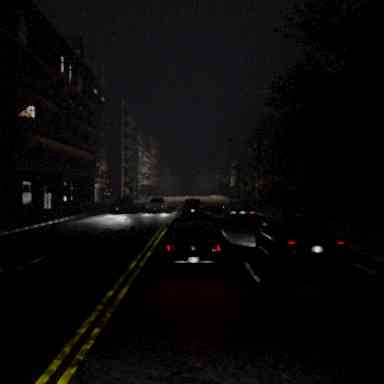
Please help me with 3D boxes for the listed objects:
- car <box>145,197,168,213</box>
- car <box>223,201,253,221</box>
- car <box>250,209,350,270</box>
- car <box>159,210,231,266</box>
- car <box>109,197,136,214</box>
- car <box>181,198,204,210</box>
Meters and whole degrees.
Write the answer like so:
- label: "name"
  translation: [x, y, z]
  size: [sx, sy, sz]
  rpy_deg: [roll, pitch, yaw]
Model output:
- label: "car"
  translation: [-3.346, 1.243, 32.287]
  size: [1.812, 1.442, 4.674]
  rpy_deg: [0, 1, 0]
- label: "car"
  translation: [3.291, 1.338, 23.828]
  size: [2.033, 1.411, 5.357]
  rpy_deg: [0, 1, 0]
- label: "car"
  translation: [3.310, 1.466, 10.752]
  size: [1.994, 1.385, 4.181]
  rpy_deg: [0, 0, 0]
- label: "car"
  translation: [0.062, 1.502, 11.094]
  size: [1.895, 1.301, 4.718]
  rpy_deg: [0, 1, 0]
- label: "car"
  translation: [-6.605, 1.212, 31.873]
  size: [2.128, 1.511, 4.902]
  rpy_deg: [0, 0, 0]
- label: "car"
  translation: [0.073, 1.274, 28.631]
  size: [1.812, 1.442, 4.674]
  rpy_deg: [0, 0, 0]
